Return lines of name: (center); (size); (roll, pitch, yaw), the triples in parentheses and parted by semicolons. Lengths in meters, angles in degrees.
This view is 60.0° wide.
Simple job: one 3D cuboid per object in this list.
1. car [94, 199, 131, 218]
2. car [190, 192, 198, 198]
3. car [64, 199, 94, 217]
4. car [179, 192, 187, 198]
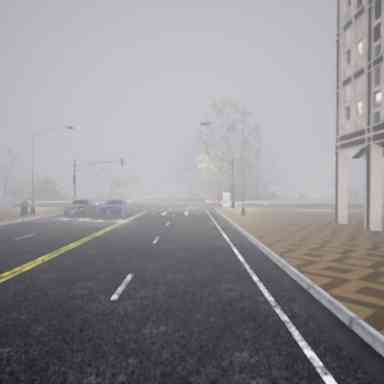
car: (-6.557, 1.341, 28.692); (1.882, 1.535, 5.008); (0, 0, 0)
car: (0.551, 0.806, 95.457); (2.097, 1.767, 4.553); (0, 0, 1)
car: (-9.803, 1.383, 29.680); (1.812, 1.442, 4.674); (0, 0, 0)
car: (-2.705, 1.037, 95.191); (1.895, 1.301, 4.718); (0, 0, 1)
